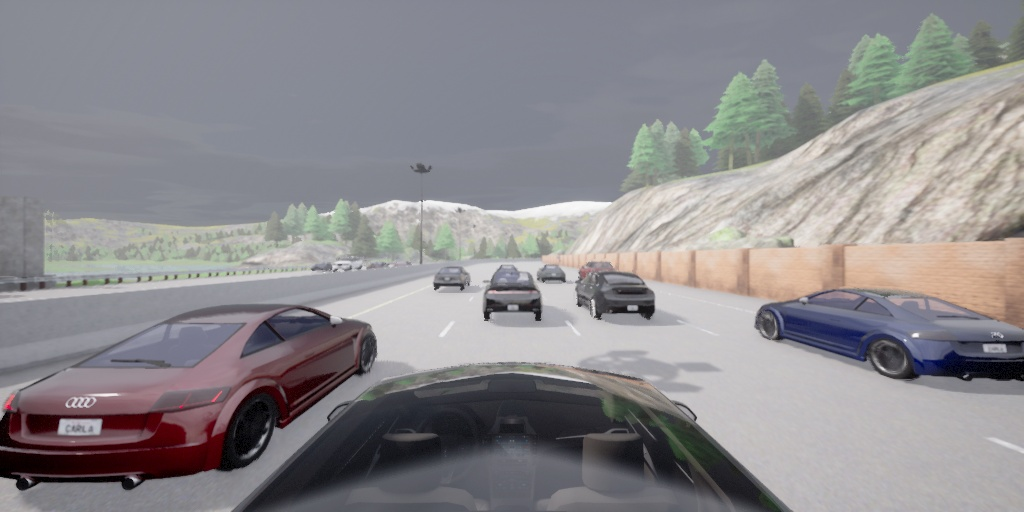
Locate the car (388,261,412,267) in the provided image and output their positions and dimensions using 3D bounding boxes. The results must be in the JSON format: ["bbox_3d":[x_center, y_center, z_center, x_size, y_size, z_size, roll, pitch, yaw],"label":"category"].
[{"bbox_3d":[-15.041,1.399,49.312,1.812,1.442,4.674,0,0,-1],"label":"car"}]

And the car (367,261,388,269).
[{"bbox_3d":[-18.552,1.440,49.968,1.994,1.385,4.181,0,0,-1],"label":"car"}]

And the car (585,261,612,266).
[{"bbox_3d":[6.646,1.170,28.279,2.097,1.767,4.553,0,0,-1],"label":"car"}]

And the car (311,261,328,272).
[{"bbox_3d":[-25.531,1.437,48.866,1.994,1.385,4.181,0,0,-1],"label":"car"}]

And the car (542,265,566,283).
[{"bbox_3d":[3.125,1.384,29.170,1.994,1.385,4.181,0,0,-1],"label":"car"}]

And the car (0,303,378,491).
[{"bbox_3d":[-3.417,1.322,4.834,1.994,1.385,4.181,0,0,0],"label":"car"}]

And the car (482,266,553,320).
[{"bbox_3d":[-0.012,1.270,12.661,2.128,1.511,4.902,0,0,-1],"label":"car"}]

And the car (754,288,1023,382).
[{"bbox_3d":[7.063,1.328,7.263,1.994,1.385,4.181,0,0,-1],"label":"car"}]

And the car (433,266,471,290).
[{"bbox_3d":[-3.720,1.352,22.777,2.033,1.411,5.357,0,0,-1],"label":"car"}]

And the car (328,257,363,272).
[{"bbox_3d":[-22.026,1.093,48.409,2.150,2.045,5.566,0,0,-1],"label":"car"}]

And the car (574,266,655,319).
[{"bbox_3d":[3.486,1.283,12.905,1.837,1.490,4.892,0,0,-1],"label":"car"}]
